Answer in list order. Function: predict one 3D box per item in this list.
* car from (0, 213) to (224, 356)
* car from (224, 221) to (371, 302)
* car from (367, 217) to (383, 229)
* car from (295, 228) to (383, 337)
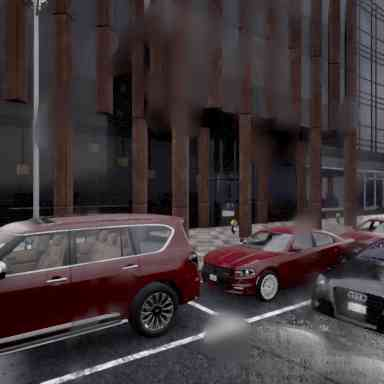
[{"bbox_3d":[-2.174,1.315,5.095,5.009,1.841,2.192,0,0,-35],"label":"car"},{"bbox_3d":[2.274,1.545,8.255,4.507,1.381,1.887,0,0,-35],"label":"car"},{"bbox_3d":[6.723,1.547,11.416,4.507,1.381,1.887,0,0,-35],"label":"car"},{"bbox_3d":[4.113,1.564,6.173,4.181,1.385,1.994,0,0,-35],"label":"car"}]
